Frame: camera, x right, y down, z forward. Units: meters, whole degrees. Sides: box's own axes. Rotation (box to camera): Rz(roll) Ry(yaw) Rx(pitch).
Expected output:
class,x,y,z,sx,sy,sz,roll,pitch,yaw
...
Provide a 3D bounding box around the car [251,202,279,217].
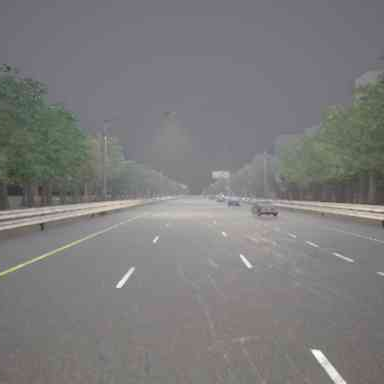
class,x,y,z,sx,sy,sz,roll,pitch,yaw
car,7.057,1.693,32.761,2.033,1.411,5.357,0,0,0

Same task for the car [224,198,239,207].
class,x,y,z,sx,sy,sz,roll,pitch,yaw
car,7.186,1.821,58.716,1.882,1.535,5.008,0,-1,0

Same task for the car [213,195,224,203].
class,x,y,z,sx,sy,sz,roll,pitch,yaw
car,7.404,1.886,86.442,2.097,1.767,4.553,0,0,1
